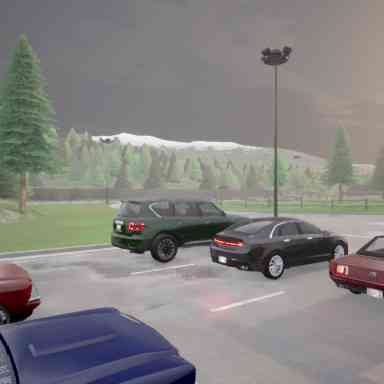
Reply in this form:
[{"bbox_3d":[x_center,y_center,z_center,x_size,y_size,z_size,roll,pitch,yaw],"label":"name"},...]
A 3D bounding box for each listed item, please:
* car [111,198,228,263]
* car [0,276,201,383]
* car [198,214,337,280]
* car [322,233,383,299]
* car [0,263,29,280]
[{"bbox_3d":[-0.162,1.221,12.250,5.566,2.045,2.150,0,0,-35],"label":"car"},{"bbox_3d":[-2.217,1.601,2.166,4.718,1.301,1.895,0,0,-35],"label":"car"},{"bbox_3d":[2.774,1.505,10.036,4.892,1.490,1.837,0,0,-35],"label":"car"},{"bbox_3d":[5.236,1.601,7.487,4.718,1.301,1.895,0,0,-35],"label":"car"},{"bbox_3d":[-4.761,1.601,4.652,4.718,1.301,1.895,0,0,-35],"label":"car"}]
